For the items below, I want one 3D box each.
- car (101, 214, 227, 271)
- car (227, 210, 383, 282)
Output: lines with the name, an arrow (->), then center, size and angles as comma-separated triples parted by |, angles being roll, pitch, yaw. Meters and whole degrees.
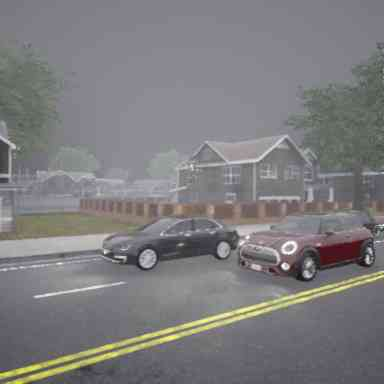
car -> -0.565, 1.552, 11.209 | 4.892, 1.490, 1.837 | 1, 0, -35
car -> 3.549, 1.420, 10.135 | 4.553, 1.767, 2.097 | 0, 0, -35
